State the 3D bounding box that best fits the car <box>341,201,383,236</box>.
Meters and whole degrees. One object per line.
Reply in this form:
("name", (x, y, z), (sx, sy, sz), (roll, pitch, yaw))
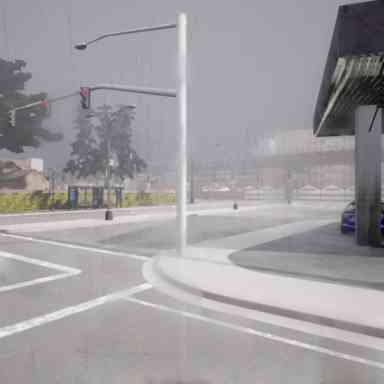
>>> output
("car", (9.458, 1.295, 17.721), (2.242, 1.667, 4.611), (0, 0, 37))
